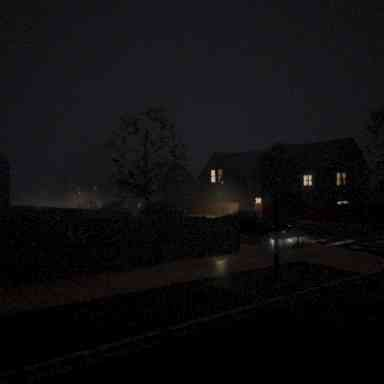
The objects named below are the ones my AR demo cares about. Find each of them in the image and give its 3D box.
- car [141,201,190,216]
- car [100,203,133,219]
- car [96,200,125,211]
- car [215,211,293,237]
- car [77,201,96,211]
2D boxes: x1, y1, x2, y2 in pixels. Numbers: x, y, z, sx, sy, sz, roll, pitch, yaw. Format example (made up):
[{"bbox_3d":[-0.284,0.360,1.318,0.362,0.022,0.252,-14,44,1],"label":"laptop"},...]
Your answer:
[{"bbox_3d":[-2.455,1.811,29.064,2.150,2.045,5.566,-1,-1,-35],"label":"car"},{"bbox_3d":[-8.337,2.307,37.310,1.882,1.535,5.008,-1,-1,-36],"label":"car"},{"bbox_3d":[-10.784,2.205,45.689,2.150,2.045,5.566,-1,-1,-35],"label":"car"},{"bbox_3d":[3.549,1.893,20.665,2.033,1.411,5.357,-1,-1,-36],"label":"car"},{"bbox_3d":[-16.969,2.457,54.270,2.150,2.045,5.566,-1,-1,-36],"label":"car"}]
